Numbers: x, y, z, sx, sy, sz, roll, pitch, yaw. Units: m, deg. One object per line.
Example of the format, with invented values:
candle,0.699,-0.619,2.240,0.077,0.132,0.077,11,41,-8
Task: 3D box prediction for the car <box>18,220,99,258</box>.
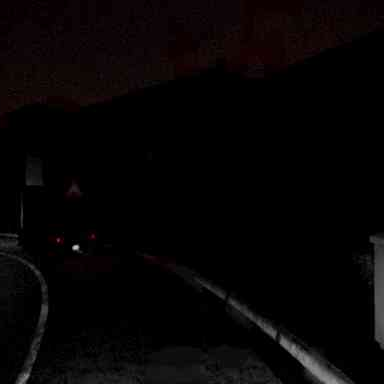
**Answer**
car,-5.779,1.848,13.987,1.895,1.301,4.718,-1,-2,-41
